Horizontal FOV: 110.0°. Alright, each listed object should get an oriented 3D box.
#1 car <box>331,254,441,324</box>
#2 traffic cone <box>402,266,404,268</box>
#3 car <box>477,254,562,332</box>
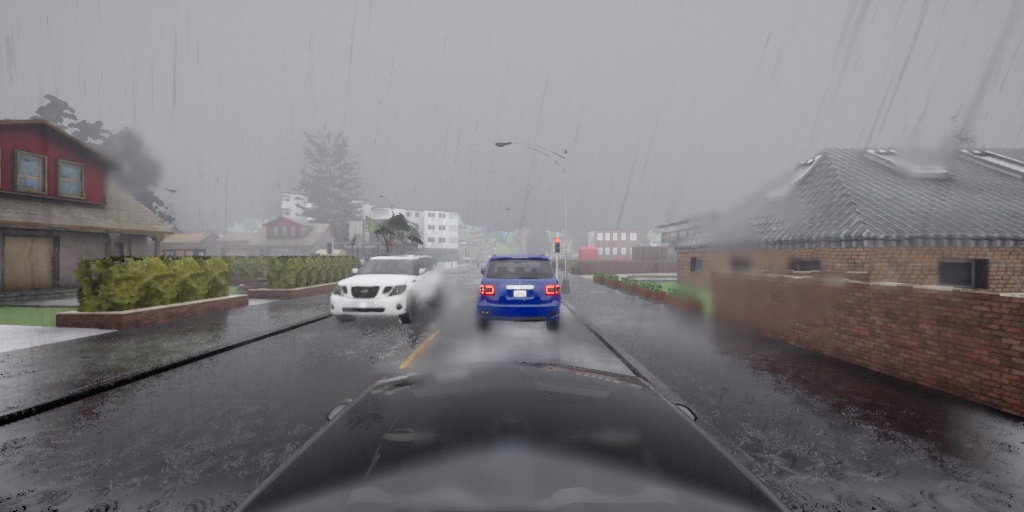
[{"bbox_3d":[-3.942,0.975,12.356,2.150,2.045,5.566,0,0,1],"label":"car"},{"bbox_3d":[-14.020,1.582,47.536,0.344,0.586,0.344,0,0,0],"label":"traffic cone"},{"bbox_3d":[0.191,0.971,11.049,2.150,2.045,5.566,0,0,0],"label":"car"}]
